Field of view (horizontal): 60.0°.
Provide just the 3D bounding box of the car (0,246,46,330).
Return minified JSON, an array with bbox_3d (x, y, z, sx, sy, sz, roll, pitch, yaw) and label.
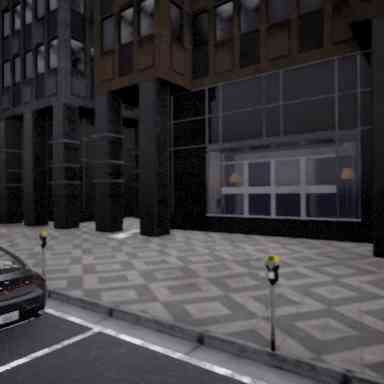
[{"bbox_3d":[-4.444,1.623,6.136,4.403,1.369,2.008,-1,0,36],"label":"car"}]
